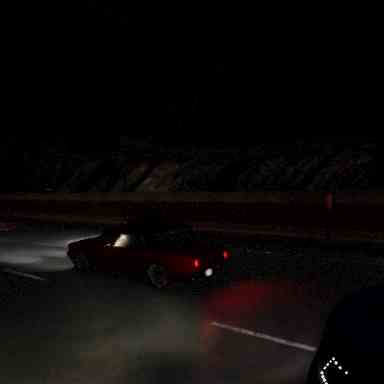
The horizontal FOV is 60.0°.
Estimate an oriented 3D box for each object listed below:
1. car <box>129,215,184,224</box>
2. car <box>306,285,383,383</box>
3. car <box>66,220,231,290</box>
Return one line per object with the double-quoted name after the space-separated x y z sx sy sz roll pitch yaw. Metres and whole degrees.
-1.868 1.646 13.919 4.181 1.385 1.994 -1 0 35 "car"
3.444 1.206 1.525 5.566 2.045 2.150 0 0 35 "car"
-1.397 1.656 9.284 4.718 1.301 1.895 -1 0 35 "car"
